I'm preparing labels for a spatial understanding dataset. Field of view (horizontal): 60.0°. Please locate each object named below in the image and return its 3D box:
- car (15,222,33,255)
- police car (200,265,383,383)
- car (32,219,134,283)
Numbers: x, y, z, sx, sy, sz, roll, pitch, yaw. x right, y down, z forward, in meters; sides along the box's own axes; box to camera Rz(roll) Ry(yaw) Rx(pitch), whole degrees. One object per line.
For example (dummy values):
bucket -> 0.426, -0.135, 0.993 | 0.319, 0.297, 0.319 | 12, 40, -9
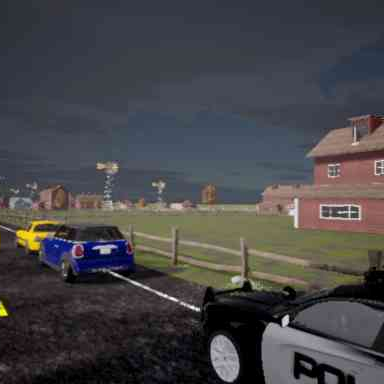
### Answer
car -> -7.487, 2.095, 16.521 | 1.801, 1.575, 5.366 | 3, -3, -36
police car -> 2.035, 1.629, 3.571 | 1.930, 1.638, 5.238 | 3, -3, -36
car -> -3.804, 1.821, 11.517 | 2.097, 1.767, 4.553 | 3, -3, -36
